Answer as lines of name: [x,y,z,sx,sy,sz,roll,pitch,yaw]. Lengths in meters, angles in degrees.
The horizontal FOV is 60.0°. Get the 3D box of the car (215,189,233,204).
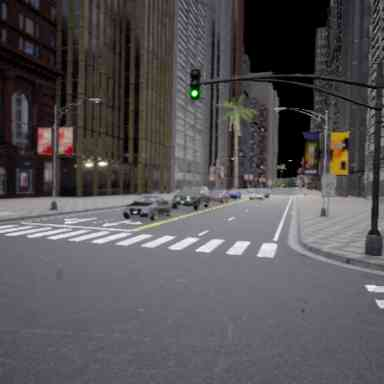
car: [3.058,0.425,39.771,2.097,1.767,4.553,2,1,17]

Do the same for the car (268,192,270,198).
car: [12.726,0.374,59.072,1.994,1.385,4.181,2,1,17]

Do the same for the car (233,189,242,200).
car: [6.138,0.380,49.432,1.882,1.535,5.008,2,1,18]

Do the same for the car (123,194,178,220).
car: [-2.728,0.978,21.416,1.994,1.385,4.181,2,2,18]

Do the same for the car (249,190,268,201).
car: [9.756,0.577,49.635,1.895,1.301,4.718,2,1,17]

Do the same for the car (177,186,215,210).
car: [0.075,0.467,30.299,2.150,2.045,5.566,2,2,18]
